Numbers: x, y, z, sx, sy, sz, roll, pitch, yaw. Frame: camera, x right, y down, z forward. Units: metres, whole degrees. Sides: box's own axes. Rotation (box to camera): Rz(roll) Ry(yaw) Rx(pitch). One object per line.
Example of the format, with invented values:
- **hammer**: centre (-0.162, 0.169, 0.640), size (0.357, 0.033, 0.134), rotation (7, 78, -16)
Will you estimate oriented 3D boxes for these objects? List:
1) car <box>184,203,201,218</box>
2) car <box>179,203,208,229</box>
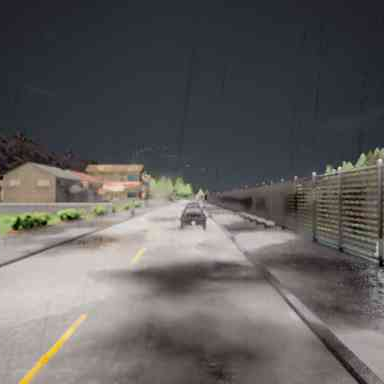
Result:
- **car**: centre (0.088, 2.018, 37.747), size (1.837, 1.490, 4.892), rotation (0, 0, 0)
- **car**: centre (0.096, 1.838, 24.425), size (1.837, 1.490, 4.892), rotation (0, -1, 0)
